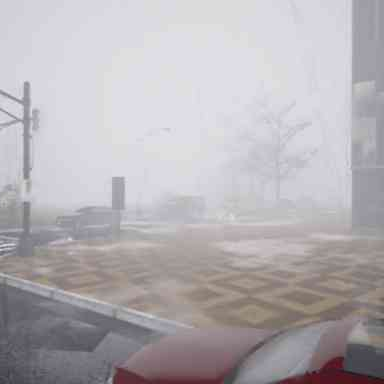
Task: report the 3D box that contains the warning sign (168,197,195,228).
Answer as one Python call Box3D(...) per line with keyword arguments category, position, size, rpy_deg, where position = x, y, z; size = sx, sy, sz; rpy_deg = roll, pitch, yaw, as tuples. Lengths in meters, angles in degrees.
Box3D(category="warning sign", position=(-0.665, 1.260, 20.938), size=(1.300, 1.860, 1.060), rpy_deg=(0, 0, 34))

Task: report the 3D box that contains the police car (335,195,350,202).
Box3D(category="police car", position=(31.873, 1.460, 71.511), size=(1.930, 1.638, 5.238), rpy_deg=(0, 0, 34))

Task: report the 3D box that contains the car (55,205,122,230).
Box3D(category="car", position=(-6.796, 1.648, 22.301), size=(1.812, 1.442, 4.674), rpy_deg=(0, 0, 36))

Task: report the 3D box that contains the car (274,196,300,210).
Box3D(category="car", position=(12.540, 1.615, 44.876), size=(1.812, 1.442, 4.674), rpy_deg=(0, 0, 35))

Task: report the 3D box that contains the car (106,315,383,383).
Box3D(category="car", position=(1.163, 1.584, 2.195), size=(4.206, 1.307, 1.802), rpy_deg=(-1, 0, 36))

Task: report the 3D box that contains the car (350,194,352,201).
Box3D(category="car", position=(37.472, 1.522, 79.664), size=(1.837, 1.490, 4.892), rpy_deg=(0, 0, 34))

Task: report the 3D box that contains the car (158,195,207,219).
Box3D(category="car", position=(-0.774, 1.327, 31.046), size=(2.150, 2.045, 5.566), rpy_deg=(0, 0, 35))

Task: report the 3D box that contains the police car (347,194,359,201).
Box3D(category="police car", position=(40.933, 1.431, 84.699), size=(1.930, 1.638, 5.238), rpy_deg=(0, 0, 34))

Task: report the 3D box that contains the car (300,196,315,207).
Box3D(category="car", position=(18.099, 1.424, 53.050), size=(2.097, 1.767, 4.553), rpy_deg=(0, 0, 34))

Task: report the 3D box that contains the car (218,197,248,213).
Box3D(category="car", position=(4.864, 1.444, 39.237), size=(2.097, 1.767, 4.553), rpy_deg=(0, 0, 35))
